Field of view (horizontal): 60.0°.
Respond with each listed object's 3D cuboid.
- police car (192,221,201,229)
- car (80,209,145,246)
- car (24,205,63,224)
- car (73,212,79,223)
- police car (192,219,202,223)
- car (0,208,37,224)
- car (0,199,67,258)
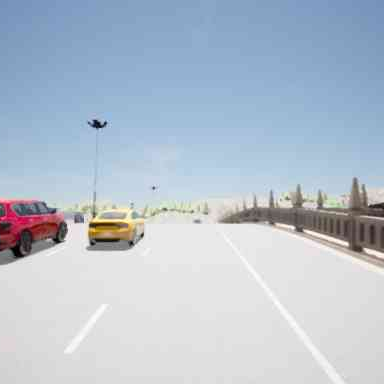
[{"bbox_3d":[1.024,7.268,73.078,1.930,1.638,5.238,0,-7,0],"label":"police car"},{"bbox_3d":[-3.406,1.553,15.756,1.882,1.535,5.008,0,-1,0],"label":"car"},{"bbox_3d":[-17.600,2.751,39.815,2.150,2.045,5.566,0,-6,0],"label":"car"},{"bbox_3d":[-14.098,2.991,38.832,1.994,1.385,4.181,0,-6,0],"label":"car"},{"bbox_3d":[1.027,5.970,63.163,1.930,1.638,5.238,0,-7,0],"label":"police car"},{"bbox_3d":[-21.092,2.965,40.504,2.097,1.767,4.553,0,-7,0],"label":"car"},{"bbox_3d":[-6.906,1.278,13.209,2.150,2.045,5.566,0,0,0],"label":"car"}]
